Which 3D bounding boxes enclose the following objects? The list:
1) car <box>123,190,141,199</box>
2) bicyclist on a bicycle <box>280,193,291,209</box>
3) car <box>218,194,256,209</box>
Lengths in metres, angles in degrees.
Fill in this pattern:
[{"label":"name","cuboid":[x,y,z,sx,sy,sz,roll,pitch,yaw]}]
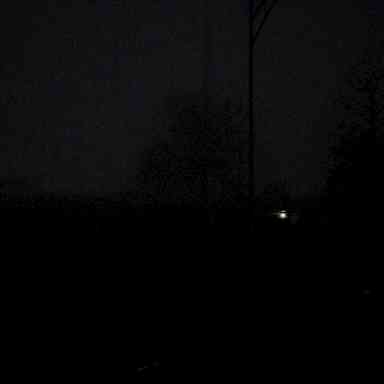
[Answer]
[{"label":"car","cuboid":[-10.247,0.390,56.794,1.812,1.442,4.674,-1,2,-35]},{"label":"bicyclist on a bicycle","cuboid":[9.606,0.947,34.183,1.656,1.620,0.582,0,1,-35]},{"label":"car","cuboid":[4.804,0.919,35.694,2.128,1.511,4.902,-1,2,-35]}]
